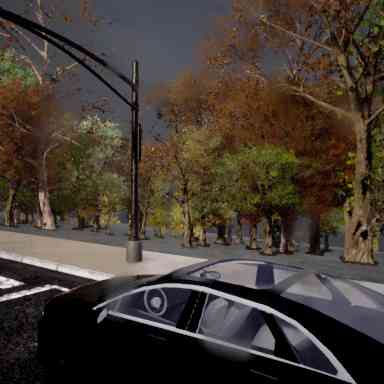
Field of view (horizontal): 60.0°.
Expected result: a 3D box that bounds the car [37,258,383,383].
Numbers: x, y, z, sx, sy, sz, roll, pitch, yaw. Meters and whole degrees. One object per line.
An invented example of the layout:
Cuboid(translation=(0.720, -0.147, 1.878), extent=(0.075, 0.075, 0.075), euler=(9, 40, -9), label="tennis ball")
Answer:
Cuboid(translation=(0.259, 1.491, 3.489), extent=(4.902, 1.511, 2.128), euler=(0, 0, 37), label="car")
